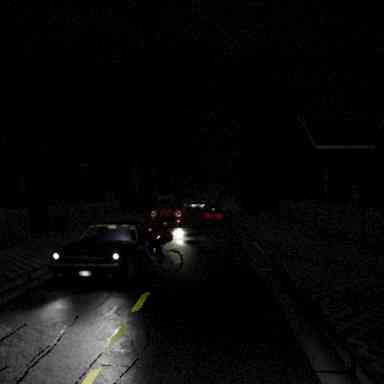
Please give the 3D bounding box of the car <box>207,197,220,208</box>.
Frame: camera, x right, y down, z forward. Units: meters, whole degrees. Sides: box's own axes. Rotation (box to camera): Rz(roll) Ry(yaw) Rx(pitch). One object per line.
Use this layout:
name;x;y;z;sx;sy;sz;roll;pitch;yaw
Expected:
car;3.319;1.555;51.399;1.837;1.490;4.892;0;0;4

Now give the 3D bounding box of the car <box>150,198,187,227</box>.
car;-1.498;1.349;22.484;2.097;1.767;4.553;0;0;4

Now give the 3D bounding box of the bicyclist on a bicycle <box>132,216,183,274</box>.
bicyclist on a bicycle;-1.033;1.473;9.173;1.656;1.620;0.582;3;5;-10

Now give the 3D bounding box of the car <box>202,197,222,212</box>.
car;2.498;1.618;38.695;1.895;1.301;4.718;0;0;4

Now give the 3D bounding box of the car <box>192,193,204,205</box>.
car;1.176;1.302;63.187;2.150;2.045;5.566;0;0;4

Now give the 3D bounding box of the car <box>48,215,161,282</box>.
car;-2.349;1.595;9.955;1.895;1.301;4.718;-1;0;4
